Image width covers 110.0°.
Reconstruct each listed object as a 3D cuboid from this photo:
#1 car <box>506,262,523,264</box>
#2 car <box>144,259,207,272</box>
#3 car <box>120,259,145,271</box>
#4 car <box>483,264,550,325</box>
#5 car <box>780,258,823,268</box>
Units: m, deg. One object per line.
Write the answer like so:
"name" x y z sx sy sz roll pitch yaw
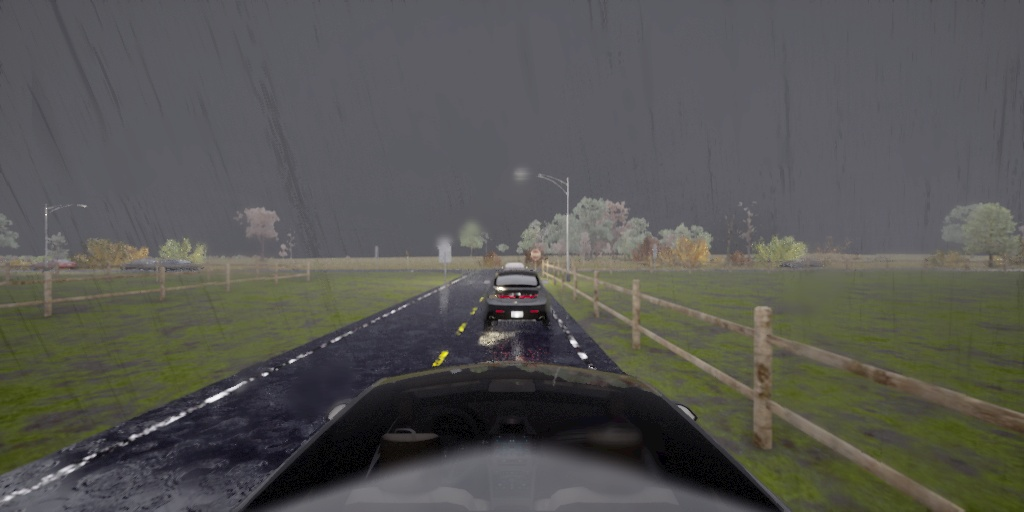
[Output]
"car" 0.192 1.116 26.465 2.033 1.411 5.357 0 0 0
"car" -38.683 1.117 41.577 5.357 1.411 2.033 0 0 1
"car" -45.793 1.095 44.533 4.674 1.442 1.812 -1 0 2
"car" 0.134 1.185 11.438 1.837 1.490 4.892 0 1 0
"car" 35.133 0.928 43.623 4.181 1.385 1.994 0 0 1
